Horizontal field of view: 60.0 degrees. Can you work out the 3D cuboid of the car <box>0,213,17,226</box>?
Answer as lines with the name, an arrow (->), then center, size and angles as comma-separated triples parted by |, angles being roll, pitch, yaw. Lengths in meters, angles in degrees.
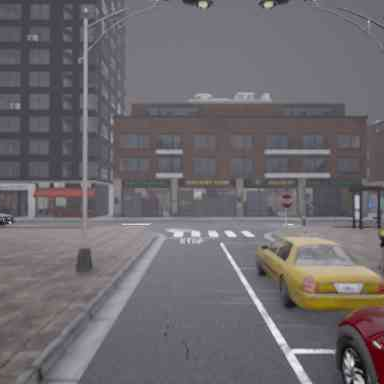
car -> -15.625, 1.806, 23.817 | 5.357, 1.411, 2.033 | 0, -1, 0

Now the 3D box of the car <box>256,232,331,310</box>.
car -> 2.641, 1.608, 7.927 | 1.752, 1.417, 4.829 | 0, -1, 0

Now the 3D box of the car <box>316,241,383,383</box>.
car -> 2.644, 1.465, 2.321 | 1.967, 1.590, 4.097 | 0, -1, 0
